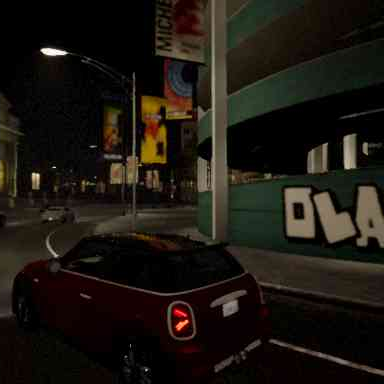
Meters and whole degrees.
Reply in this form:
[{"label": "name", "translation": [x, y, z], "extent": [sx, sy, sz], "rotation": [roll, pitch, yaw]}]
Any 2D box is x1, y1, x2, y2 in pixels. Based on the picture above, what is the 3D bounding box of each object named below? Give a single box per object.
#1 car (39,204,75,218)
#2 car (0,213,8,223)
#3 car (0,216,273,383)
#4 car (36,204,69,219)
[{"label": "car", "translation": [-11.598, 1.983, 29.041], "extent": [1.812, 1.442, 4.674], "rotation": [0, -1, -6]}, {"label": "car", "translation": [-14.296, 1.868, 22.900], "extent": [2.128, 1.511, 4.902], "rotation": [0, -1, -13]}, {"label": "car", "translation": [-1.112, 1.436, 5.415], "extent": [4.553, 1.767, 2.097], "rotation": [-1, -1, 42]}, {"label": "car", "translation": [-15.583, 2.094, 37.472], "extent": [1.837, 1.490, 4.892], "rotation": [0, -1, -3]}]
